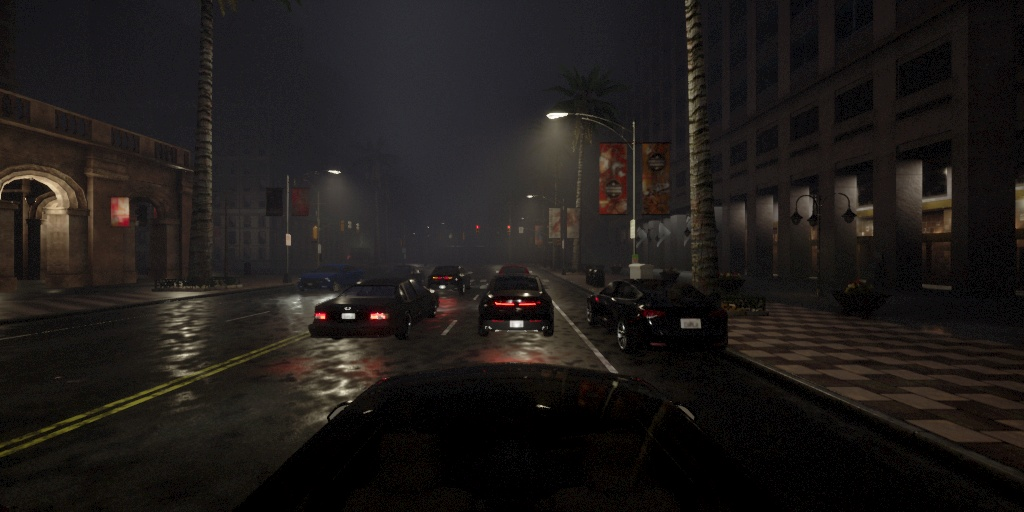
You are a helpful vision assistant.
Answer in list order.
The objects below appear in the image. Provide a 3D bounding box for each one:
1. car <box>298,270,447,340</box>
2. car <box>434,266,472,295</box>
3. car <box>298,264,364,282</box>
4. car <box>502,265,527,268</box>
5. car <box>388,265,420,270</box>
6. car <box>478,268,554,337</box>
[{"bbox_3d":[-3.393,1.297,9.966,2.033,1.411,5.357,0,0,0],"label":"car"},{"bbox_3d":[-3.384,1.255,19.855,1.837,1.490,4.892,0,0,0],"label":"car"},{"bbox_3d":[-10.503,1.226,21.190,1.882,1.535,5.008,0,0,1],"label":"car"},{"bbox_3d":[0.111,1.228,19.796,1.882,1.535,5.008,0,0,0],"label":"car"},{"bbox_3d":[-6.983,1.297,22.993,2.033,1.411,5.357,0,0,0],"label":"car"},{"bbox_3d":[0.097,1.254,10.346,1.837,1.490,4.892,0,0,0],"label":"car"}]
